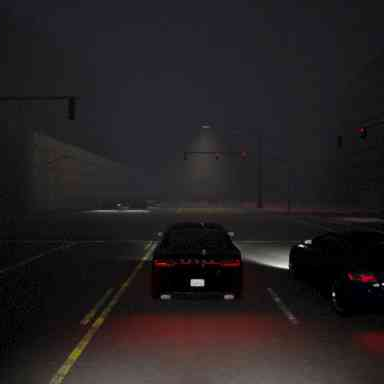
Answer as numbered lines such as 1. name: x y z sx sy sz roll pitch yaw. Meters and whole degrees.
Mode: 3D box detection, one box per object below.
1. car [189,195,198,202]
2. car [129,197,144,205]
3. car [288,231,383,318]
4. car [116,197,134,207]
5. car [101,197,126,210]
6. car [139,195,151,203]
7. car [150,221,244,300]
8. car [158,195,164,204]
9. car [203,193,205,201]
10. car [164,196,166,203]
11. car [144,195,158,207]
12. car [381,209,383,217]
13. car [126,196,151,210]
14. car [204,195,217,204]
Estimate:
1. car: 0.319 1.515 73.040 1.812 1.442 4.674 0 0 0
2. car: -10.292 1.564 61.890 1.994 1.385 4.181 0 0 1
3. car: 3.606 1.564 7.462 1.994 1.385 4.181 0 0 0
4. car: -10.355 1.526 51.990 1.812 1.442 4.674 0 0 0
5. car: -10.405 1.564 43.237 1.994 1.385 4.181 0 0 0
6. car: -10.185 1.475 72.305 1.882 1.535 5.008 0 0 0
7. car: 0.106 1.478 8.443 1.882 1.535 5.008 0 0 0
8. car: -6.799 1.504 61.278 1.837 1.490 4.892 0 0 1
9. car: 3.866 1.524 83.858 1.812 1.442 4.674 0 0 0
10. car: -6.688 1.500 71.456 1.837 1.490 4.892 0 0 0
11. car: -6.853 1.526 52.034 1.812 1.442 4.674 0 0 0
12. car: 18.046 1.352 27.121 4.553 1.767 2.097 0 0 0
13. car: -6.904 1.564 43.277 1.994 1.385 4.181 0 0 0
14. car: 3.878 1.525 64.022 1.812 1.442 4.674 0 0 0
